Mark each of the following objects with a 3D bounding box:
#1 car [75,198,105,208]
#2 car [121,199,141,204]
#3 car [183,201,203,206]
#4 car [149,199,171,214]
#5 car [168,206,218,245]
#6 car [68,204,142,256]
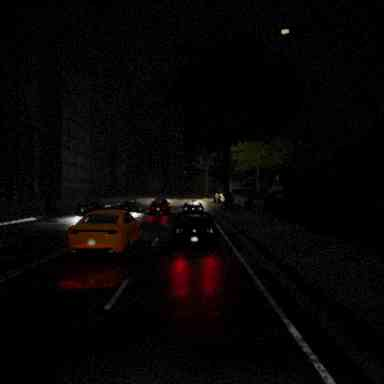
[{"bbox_3d":[-9.846,1.388,32.345,2.128,1.511,4.902,0,0,0],"label":"car"},{"bbox_3d":[-6.592,1.450,35.702,1.994,1.385,4.181,0,0,0],"label":"car"},{"bbox_3d":[0.102,1.499,31.028,1.895,1.301,4.718,0,0,0],"label":"car"},{"bbox_3d":[-3.149,1.418,33.340,1.812,1.442,4.674,0,0,0],"label":"car"},{"bbox_3d":[0.101,1.545,15.269,1.895,1.301,4.718,0,0,0],"label":"car"},{"bbox_3d":[-3.150,1.430,12.907,1.882,1.535,5.008,0,0,0],"label":"car"}]
